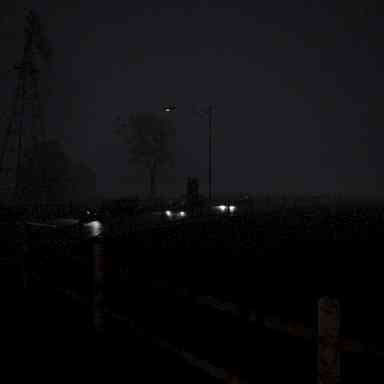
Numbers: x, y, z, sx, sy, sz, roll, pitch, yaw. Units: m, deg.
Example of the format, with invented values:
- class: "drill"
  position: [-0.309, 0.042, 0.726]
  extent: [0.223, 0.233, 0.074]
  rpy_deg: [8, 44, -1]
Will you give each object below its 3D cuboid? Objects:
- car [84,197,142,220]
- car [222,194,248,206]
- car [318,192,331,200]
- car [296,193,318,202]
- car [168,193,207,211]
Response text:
- class: "car"
  position: [-5.992, 1.206, 25.663]
  extent: [1.837, 1.490, 4.892]
  rpy_deg: [1, 2, 35]
- class: "car"
  position: [5.424, 1.005, 41.760]
  extent: [1.994, 1.385, 4.181]
  rpy_deg: [1, 2, 35]
- class: "car"
  position: [24.707, 0.710, 62.577]
  extent: [1.994, 1.385, 4.181]
  rpy_deg: [1, 1, 36]
- class: "car"
  position: [18.165, 0.817, 53.342]
  extent: [1.812, 1.442, 4.674]
  rpy_deg: [1, 2, 36]
- class: "car"
  position: [-0.350, 0.924, 33.614]
  extent: [2.097, 1.767, 4.553]
  rpy_deg: [1, 2, 35]
